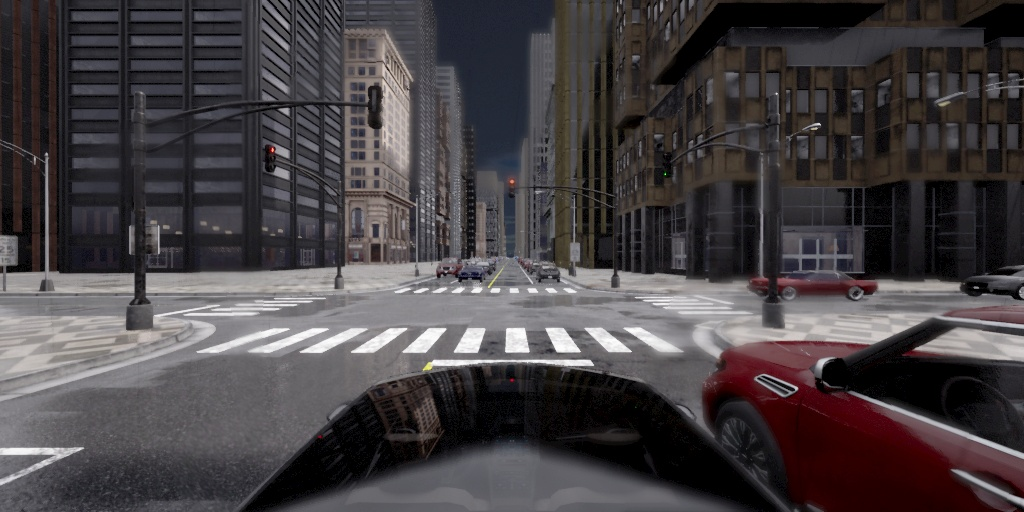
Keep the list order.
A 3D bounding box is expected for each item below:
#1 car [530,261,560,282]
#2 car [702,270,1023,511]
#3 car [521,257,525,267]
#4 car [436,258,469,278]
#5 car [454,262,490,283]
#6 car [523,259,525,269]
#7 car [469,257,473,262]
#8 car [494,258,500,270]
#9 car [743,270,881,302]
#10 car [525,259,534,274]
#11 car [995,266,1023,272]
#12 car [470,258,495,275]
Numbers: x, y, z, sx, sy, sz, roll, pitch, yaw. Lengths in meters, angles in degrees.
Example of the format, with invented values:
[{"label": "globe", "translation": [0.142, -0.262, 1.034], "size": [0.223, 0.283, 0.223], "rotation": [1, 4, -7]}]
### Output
[{"label": "car", "translation": [2.772, 1.302, 28.203], "size": [2.007, 1.370, 4.403], "rotation": [0, 0, 0]}, {"label": "car", "translation": [2.763, 1.065, 1.230], "size": [2.192, 1.841, 5.009], "rotation": [0, 0, 0]}, {"label": "car", "translation": [2.783, 1.199, 56.406], "size": [1.967, 1.591, 4.097], "rotation": [0, 0, 0]}, {"label": "car", "translation": [-5.751, 1.067, 33.837], "size": [2.192, 1.841, 5.009], "rotation": [0, 0, 0]}, {"label": "car", "translation": [-3.090, 1.352, 28.462], "size": [1.895, 1.301, 4.718], "rotation": [0, 0, 0]}, {"label": "car", "translation": [2.778, 1.300, 45.125], "size": [1.888, 1.381, 4.507], "rotation": [0, 0, 0]}, {"label": "car", "translation": [-5.749, 1.194, 39.479], "size": [1.967, 1.591, 4.097], "rotation": [0, 0, 0]}, {"label": "car", "translation": [-3.076, 1.304, 48.799], "size": [2.033, 1.411, 5.357], "rotation": [0, 0, 0]}, {"label": "car", "translation": [13.525, 1.314, 16.376], "size": [4.718, 1.301, 1.895], "rotation": [0, 0, 0]}, {"label": "car", "translation": [2.776, 1.304, 39.485], "size": [2.007, 1.370, 4.403], "rotation": [0, 0, 0]}, {"label": "car", "translation": [23.670, 1.195, 16.422], "size": [4.892, 1.490, 1.837], "rotation": [0, 0, 0]}, {"label": "car", "translation": [-3.087, 1.279, 38.430], "size": [1.812, 1.442, 4.674], "rotation": [0, 0, 0]}]
